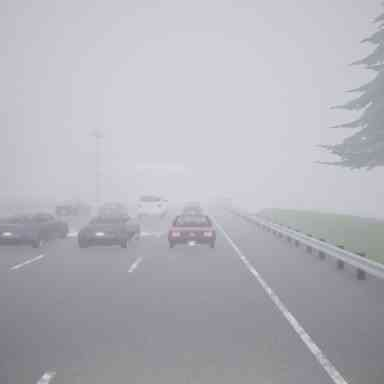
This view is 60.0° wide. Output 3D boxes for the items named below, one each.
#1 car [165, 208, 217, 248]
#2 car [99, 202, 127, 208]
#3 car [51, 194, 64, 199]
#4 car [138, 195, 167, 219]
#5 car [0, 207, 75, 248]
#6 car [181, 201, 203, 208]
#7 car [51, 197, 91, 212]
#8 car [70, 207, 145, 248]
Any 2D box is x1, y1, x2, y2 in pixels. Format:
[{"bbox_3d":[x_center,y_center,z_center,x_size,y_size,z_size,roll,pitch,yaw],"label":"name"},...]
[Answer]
[{"bbox_3d":[0.000,1.617,14.682,1.895,1.301,4.718,0,0,0],"label":"car"},{"bbox_3d":[-6.966,1.568,29.630,2.033,1.411,5.357,0,0,0],"label":"car"},{"bbox_3d":[-27.851,1.344,71.934,2.150,2.045,5.566,0,-1,0],"label":"car"},{"bbox_3d":[-3.466,1.263,29.652,2.150,2.045,5.566,0,0,0],"label":"car"},{"bbox_3d":[-7.000,1.573,14.652,1.994,1.385,4.181,0,0,0],"label":"car"},{"bbox_3d":[0.034,1.538,29.611,1.812,1.442,4.674,0,0,0],"label":"car"},{"bbox_3d":[-10.466,1.490,29.640,1.882,1.535,5.008,0,0,0],"label":"car"},{"bbox_3d":[-3.500,1.573,14.652,1.994,1.385,4.181,0,0,0],"label":"car"}]
